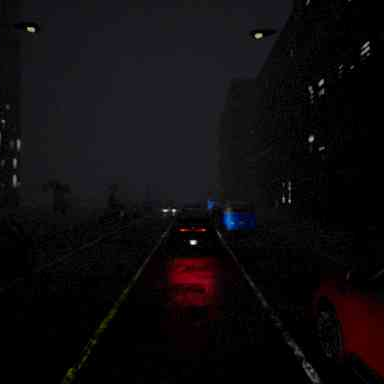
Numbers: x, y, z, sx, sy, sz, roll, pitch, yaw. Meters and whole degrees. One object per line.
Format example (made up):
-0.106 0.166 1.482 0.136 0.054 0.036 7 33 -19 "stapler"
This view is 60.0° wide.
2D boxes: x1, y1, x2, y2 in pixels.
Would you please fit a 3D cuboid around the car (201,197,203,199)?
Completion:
2.644 1.768 47.900 1.947 1.339 4.313 1 0 0 "car"

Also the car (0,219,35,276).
-5.690 1.480 8.336 1.967 1.590 4.097 1 0 0 "car"

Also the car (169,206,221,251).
0.055 1.574 14.505 1.837 1.490 4.892 0 0 0 "car"

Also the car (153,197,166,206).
-5.715 1.680 59.149 1.967 1.590 4.097 1 0 0 "car"

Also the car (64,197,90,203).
-26.468 1.787 76.536 4.097 1.590 1.967 0 -1 1 "car"

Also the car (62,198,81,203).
-30.780 2.102 85.226 4.206 1.307 1.802 0 -1 1 "car"

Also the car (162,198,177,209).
-3.149 1.750 48.179 2.033 1.411 5.357 0 0 0 "car"

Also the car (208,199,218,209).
2.665 1.683 30.963 1.887 1.381 4.507 1 0 0 "car"

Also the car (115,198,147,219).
-5.681 1.578 30.920 1.967 1.590 4.097 1 0 0 "car"

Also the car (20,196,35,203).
-43.015 1.893 85.338 5.009 1.841 2.192 0 -1 1 "car"

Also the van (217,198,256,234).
2.681 1.432 19.669 1.690 1.788 3.998 1 0 0 "van"

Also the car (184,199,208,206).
0.038 1.625 29.518 2.128 1.511 4.902 0 0 0 "car"

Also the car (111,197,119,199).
-19.819 2.019 85.090 4.403 1.369 2.008 0 -1 1 "car"

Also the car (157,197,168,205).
-5.723 1.804 64.794 1.887 1.381 4.507 1 0 0 "car"

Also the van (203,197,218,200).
2.655 1.523 42.255 1.690 1.788 3.998 1 0 0 "van"

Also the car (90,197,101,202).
-25.300 2.060 85.159 4.313 1.339 1.947 0 -1 1 "car"

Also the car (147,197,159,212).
-5.696 1.726 42.211 1.887 1.381 4.507 1 0 0 "car"

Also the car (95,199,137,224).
-5.680 1.555 25.274 1.967 1.590 4.097 1 0 0 "car"

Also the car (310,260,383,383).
2.702 1.329 2.731 2.192 1.841 5.009 1 0 0 "car"

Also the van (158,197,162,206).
-5.700 1.543 47.857 1.690 1.788 3.998 1 0 0 "van"
